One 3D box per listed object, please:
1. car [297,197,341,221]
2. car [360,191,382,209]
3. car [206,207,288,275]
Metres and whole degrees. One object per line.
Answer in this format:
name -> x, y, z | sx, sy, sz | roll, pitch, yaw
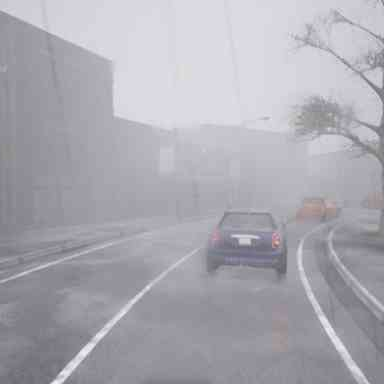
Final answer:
car -> 9.716, 1.129, 25.196 | 2.097, 1.767, 4.553 | 2, 1, 38
car -> 22.776, 0.963, 39.685 | 5.566, 2.045, 2.150 | 1, 1, -23
car -> 1.883, 1.234, 10.420 | 2.097, 1.767, 4.553 | 1, 1, 15
